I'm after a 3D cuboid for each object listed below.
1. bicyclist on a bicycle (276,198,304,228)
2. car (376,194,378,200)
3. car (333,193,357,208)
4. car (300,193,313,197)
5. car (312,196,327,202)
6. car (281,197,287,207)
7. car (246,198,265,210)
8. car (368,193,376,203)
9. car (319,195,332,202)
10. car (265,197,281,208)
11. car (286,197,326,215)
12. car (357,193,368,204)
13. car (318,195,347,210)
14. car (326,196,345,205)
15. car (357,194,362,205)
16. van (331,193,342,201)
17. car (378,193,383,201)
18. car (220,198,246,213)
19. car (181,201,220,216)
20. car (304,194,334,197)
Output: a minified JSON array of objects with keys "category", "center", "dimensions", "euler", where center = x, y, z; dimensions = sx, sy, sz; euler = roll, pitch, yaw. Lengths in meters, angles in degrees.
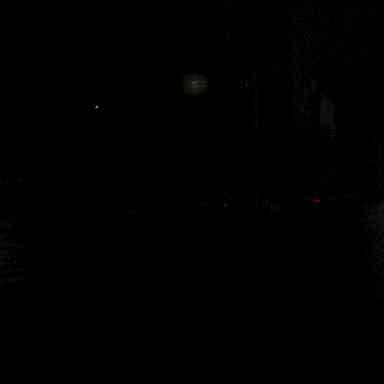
[{"category":"bicyclist on a bicycle","center":[5.360,1.177,18.359],"dimensions":[1.656,1.620,0.582],"euler":[-1,0,35]},{"category":"car","center":[36.658,1.302,68.653],"dimensions":[1.752,1.417,4.829],"euler":[-1,0,35]},{"category":"car","center":[20.486,1.136,45.352],"dimensions":[2.192,1.841,5.009],"euler":[0,0,35]},{"category":"car","center":[19.918,1.415,59.484],"dimensions":[1.887,1.381,4.507],"euler":[0,0,35]},{"category":"car","center":[26.350,1.418,68.750],"dimensions":[1.947,1.339,4.313],"euler":[0,0,35]},{"category":"car","center":[13.488,1.455,50.218],"dimensions":[1.947,1.339,4.313],"euler":[0,0,35]},{"category":"car","center":[7.057,1.495,40.951],"dimensions":[1.802,1.307,4.206],"euler":[0,0,35]},{"category":"car","center":[33.346,1.099,63.882],"dimensions":[2.192,1.841,5.009],"euler":[0,0,35]},{"category":"car","center":[29.564,1.426,73.382],"dimensions":[1.802,1.307,4.206],"euler":[0,0,35]},{"category":"car","center":[10.175,1.426,45.444],"dimensions":[1.752,1.417,4.829],"euler":[0,0,35]},{"category":"car","center":[10.843,1.424,31.453],"dimensions":[1.947,1.339,4.313],"euler":[0,0,35]},{"category":"car","center":[26.915,1.117,54.617],"dimensions":[2.192,1.841,5.009],"euler":[0,0,35]},{"category":"car","center":[17.272,1.377,40.719],"dimensions":[1.887,1.381,4.507],"euler":[0,0,35]},{"category":"car","center":[23.285,1.353,53.893],"dimensions":[1.812,1.442,4.674],"euler":[-1,0,35]},{"category":"car","center":[23.702,1.377,49.983],"dimensions":[1.947,1.339,4.313],"euler":[0,0,35]},{"category":"van","center":[35.992,1.185,82.650],"dimensions":[1.690,1.788,3.998],"euler":[-1,0,35]},{"category":"car","center":[42.991,1.358,77.778],"dimensions":[1.802,1.307,4.206],"euler":[-1,0,35]},{"category":"car","center":[3.841,1.366,36.318],"dimensions":[1.967,1.590,4.097],"euler":[0,0,35]},{"category":"car","center":[0.627,1.524,31.685],"dimensions":[1.802,1.307,4.206],"euler":[0,0,35]},{"category":"car","center":[17.421,1.336,45.441],"dimensions":[2.128,1.511,4.902],"euler":[-1,0,35]}]
